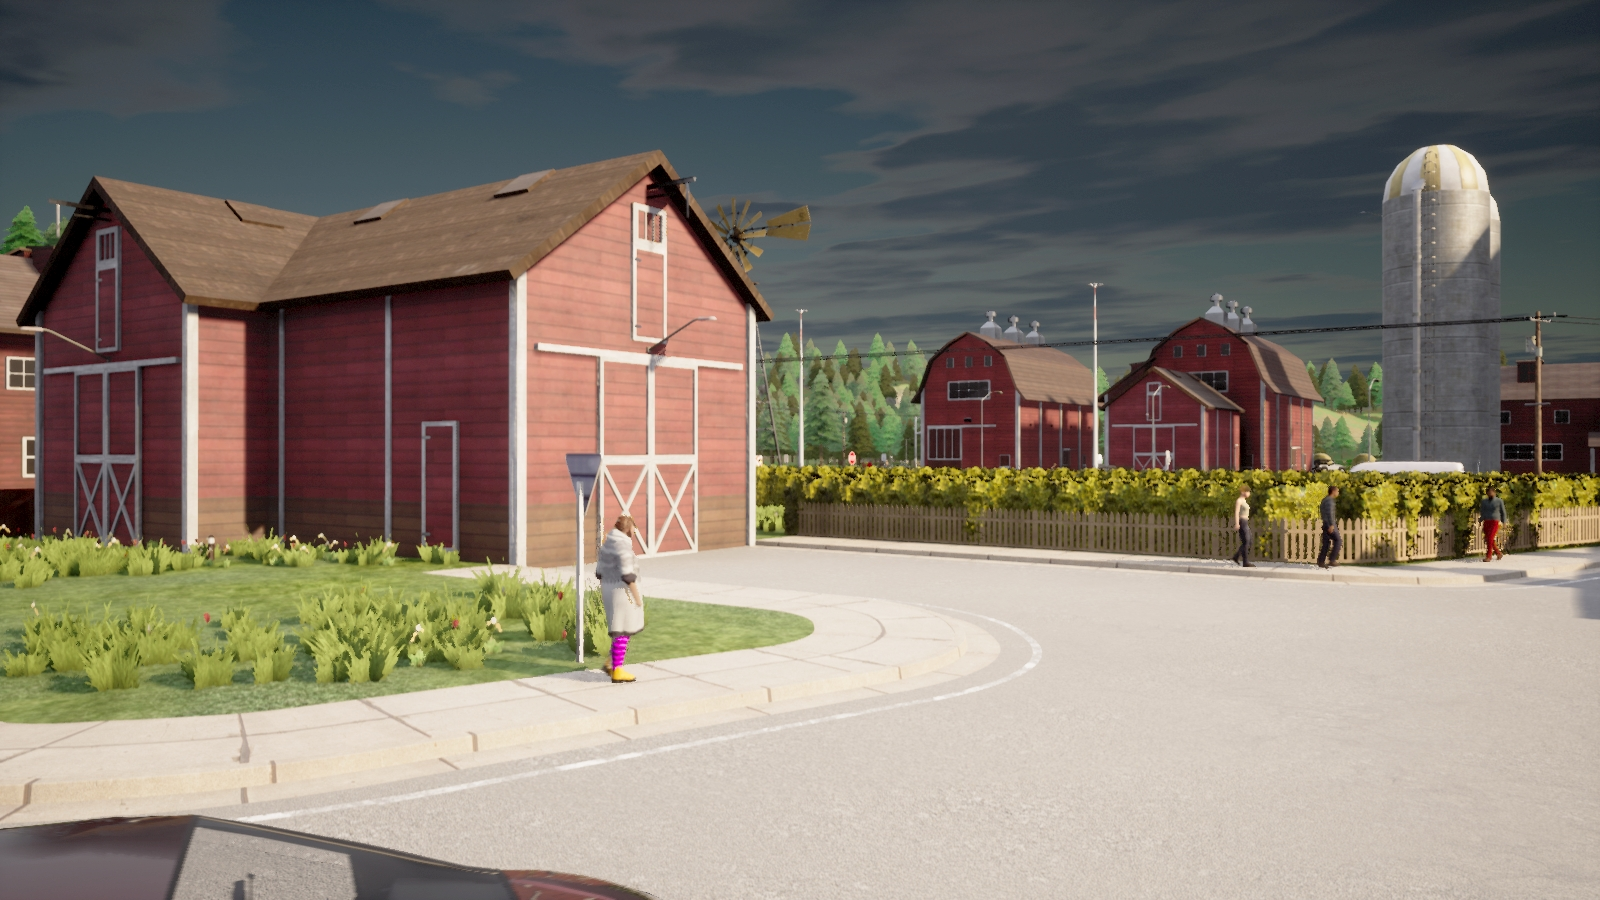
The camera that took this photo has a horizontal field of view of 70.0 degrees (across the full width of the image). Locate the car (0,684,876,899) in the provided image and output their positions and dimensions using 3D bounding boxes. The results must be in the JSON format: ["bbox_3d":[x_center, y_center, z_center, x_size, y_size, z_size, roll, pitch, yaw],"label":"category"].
[{"bbox_3d":[-2.243,1.861,3.493,4.514,1.525,2.007,0,1,-23],"label":"car"}]

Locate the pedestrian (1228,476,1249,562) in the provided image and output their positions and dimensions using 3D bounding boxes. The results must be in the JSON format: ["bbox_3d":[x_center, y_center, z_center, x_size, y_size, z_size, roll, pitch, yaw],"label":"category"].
[{"bbox_3d":[9.709,1.515,25.287,0.375,1.860,0.375,0,0,33],"label":"pedestrian"}]

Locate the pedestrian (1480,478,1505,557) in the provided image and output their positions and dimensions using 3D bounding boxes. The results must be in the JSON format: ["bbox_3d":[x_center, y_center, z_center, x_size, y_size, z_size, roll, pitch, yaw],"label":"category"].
[{"bbox_3d":[16.511,1.602,27.243,0.375,1.860,0.375,0,0,-32],"label":"pedestrian"}]

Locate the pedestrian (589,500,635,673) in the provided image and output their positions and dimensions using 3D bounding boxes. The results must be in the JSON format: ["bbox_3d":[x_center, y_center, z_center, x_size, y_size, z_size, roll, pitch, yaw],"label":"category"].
[{"bbox_3d":[-2.083,1.489,12.639,0.375,1.860,0.375,0,0,-34],"label":"pedestrian"}]

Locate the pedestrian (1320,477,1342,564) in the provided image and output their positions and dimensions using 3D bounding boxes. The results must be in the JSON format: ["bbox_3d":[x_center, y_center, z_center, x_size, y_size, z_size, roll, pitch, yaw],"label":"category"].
[{"bbox_3d":[11.586,1.533,24.949,0.375,1.860,0.375,0,0,15],"label":"pedestrian"}]
